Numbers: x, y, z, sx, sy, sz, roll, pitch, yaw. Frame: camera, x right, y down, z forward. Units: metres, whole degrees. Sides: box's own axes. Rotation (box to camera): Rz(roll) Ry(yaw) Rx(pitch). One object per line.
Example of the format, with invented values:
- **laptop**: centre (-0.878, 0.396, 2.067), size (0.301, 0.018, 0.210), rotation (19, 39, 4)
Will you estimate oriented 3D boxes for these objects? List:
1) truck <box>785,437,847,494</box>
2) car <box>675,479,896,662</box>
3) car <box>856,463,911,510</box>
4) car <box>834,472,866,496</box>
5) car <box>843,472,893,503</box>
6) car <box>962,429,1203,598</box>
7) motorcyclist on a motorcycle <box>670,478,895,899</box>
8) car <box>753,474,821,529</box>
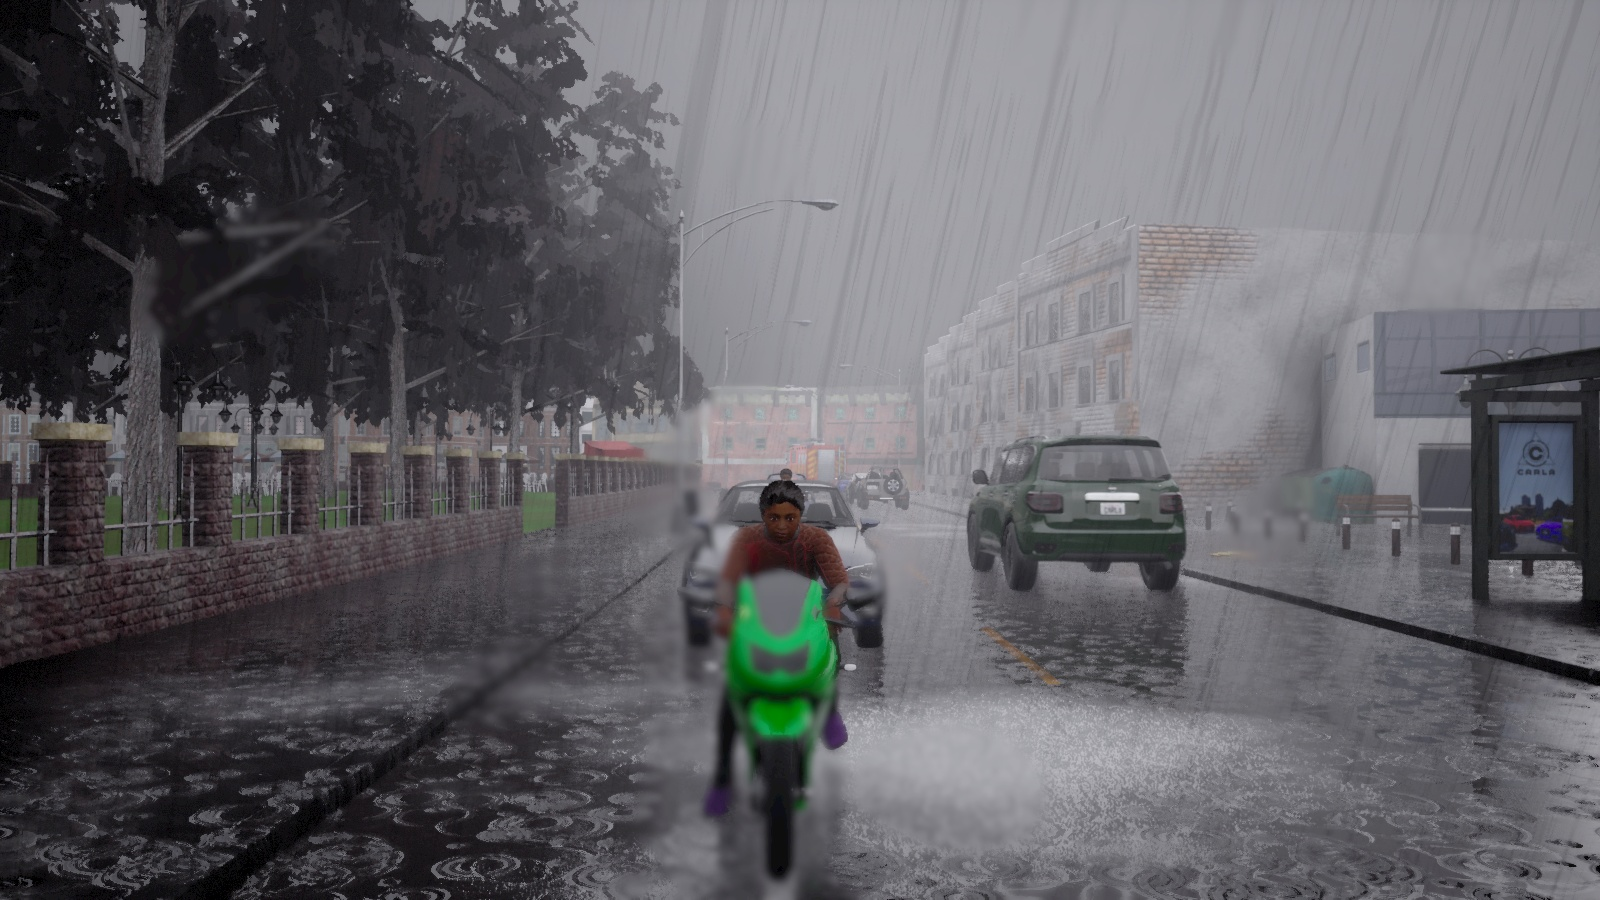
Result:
- **truck**: centre (1.053, 1.141, 89.535), size (2.891, 3.827, 8.468), rotation (0, -1, -10)
- **car**: centre (-0.140, 1.037, 12.438), size (1.816, 1.474, 4.193), rotation (0, -1, -1)
- **car**: centre (3.449, 1.496, 52.461), size (1.932, 1.855, 4.605), rotation (0, -1, 0)
- **car**: centre (3.144, 2.156, 80.022), size (1.816, 1.474, 4.193), rotation (0, -1, -1)
- **car**: centre (3.337, 1.852, 62.729), size (2.163, 1.488, 4.792), rotation (0, -1, -1)
- **car**: centre (3.804, 0.821, 18.086), size (2.150, 2.045, 5.566), rotation (0, -1, -1)
- **motorcyclist on a motorcycle**: centre (-0.073, 0.890, 5.518), size (0.797, 1.523, 2.044), rotation (0, -1, -1)
- **car**: centre (-0.371, 1.434, 36.038), size (1.845, 1.501, 3.633), rotation (0, -1, -1)
